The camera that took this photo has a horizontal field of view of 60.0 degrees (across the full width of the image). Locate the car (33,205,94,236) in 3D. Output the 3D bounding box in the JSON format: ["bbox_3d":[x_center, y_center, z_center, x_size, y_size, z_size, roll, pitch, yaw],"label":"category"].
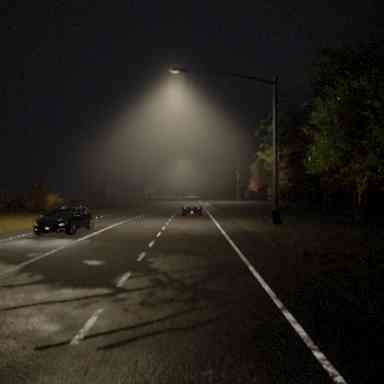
[{"bbox_3d":[-6.945,1.509,18.464,1.837,1.490,4.892,0,0,1],"label":"car"}]

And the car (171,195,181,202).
[{"bbox_3d":[-3.521,1.448,72.273,1.837,1.490,4.892,0,0,0],"label":"car"}]

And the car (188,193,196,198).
[{"bbox_3d":[-0.023,1.532,78.162,1.895,1.301,4.718,0,0,0],"label":"car"}]

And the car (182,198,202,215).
[{"bbox_3d":[-0.009,1.586,33.263,1.895,1.301,4.718,0,0,0],"label":"car"}]
